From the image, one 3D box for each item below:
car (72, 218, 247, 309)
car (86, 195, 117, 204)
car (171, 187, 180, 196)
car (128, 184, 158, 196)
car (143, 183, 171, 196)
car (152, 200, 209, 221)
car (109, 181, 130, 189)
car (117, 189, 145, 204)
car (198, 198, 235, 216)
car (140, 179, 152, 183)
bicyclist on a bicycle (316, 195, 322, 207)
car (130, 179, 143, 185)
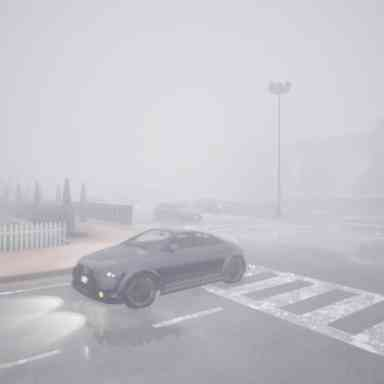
[{"bbox_3d":[-0.614,1.564,7.926,4.181,1.385,1.994,0,0,-40],"label":"car"},{"bbox_3d":[-10.515,1.245,37.067,1.837,1.490,4.892,0,3,-37],"label":"car"},{"bbox_3d":[-4.201,-0.268,63.930,1.882,1.535,5.008,0,7,-37],"label":"car"},{"bbox_3d":[-8.562,0.058,57.914,2.033,1.411,5.357,0,6,-37],"label":"car"},{"bbox_3d":[-6.592,-0.188,61.290,1.882,1.535,5.008,0,7,-37],"label":"car"},{"bbox_3d":[-1.164,1.501,24.737,1.837,1.490,4.892,0,1,-37],"label":"car"},{"bbox_3d":[-14.823,-1.300,66.248,1.882,1.535,5.008,0,7,-37],"label":"car"},{"bbox_3d":[-9.158,0.856,46.904,2.033,1.411,5.357,0,4,-37],"label":"car"},{"bbox_3d":[2.048,1.343,32.080,2.097,1.767,4.553,0,0,-37],"label":"car"},{"bbox_3d":[-10.507,-1.828,72.174,2.150,2.045,5.566,0,7,-37],"label":"car"},{"bbox_3d":[18.052,1.290,47.357,1.656,1.620,0.582,0,0,-37],"label":"bicyclist on a bicycle"},{"bbox_3d":[-12.832,-1.488,69.592,1.882,1.535,5.008,0,7,-37],"label":"car"}]
